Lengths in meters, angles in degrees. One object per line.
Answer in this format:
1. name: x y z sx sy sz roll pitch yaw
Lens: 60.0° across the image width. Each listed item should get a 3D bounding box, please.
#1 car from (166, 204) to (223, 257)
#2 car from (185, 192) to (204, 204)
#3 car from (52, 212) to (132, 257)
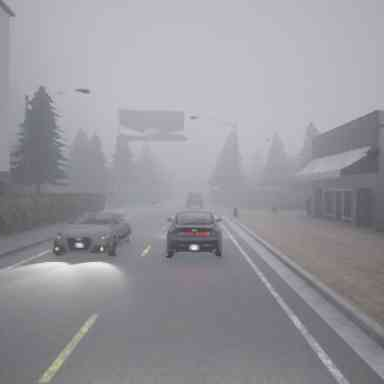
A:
1. car: 0.089 1.409 12.481 1.837 1.490 4.892 0 1 0
2. car: 0.328 0.954 43.869 2.150 2.045 5.566 0 2 0
3. car: -3.502 1.454 12.363 1.994 1.385 4.181 0 0 1
